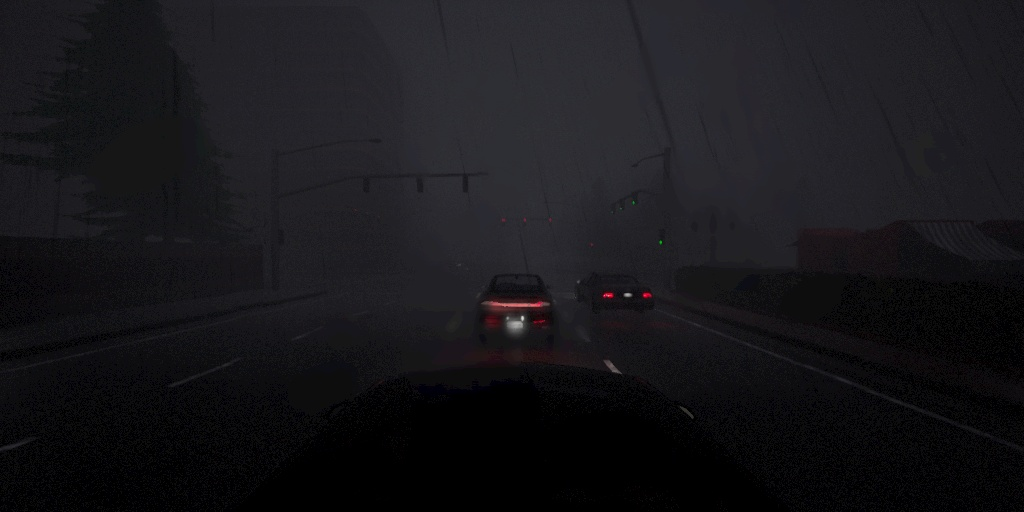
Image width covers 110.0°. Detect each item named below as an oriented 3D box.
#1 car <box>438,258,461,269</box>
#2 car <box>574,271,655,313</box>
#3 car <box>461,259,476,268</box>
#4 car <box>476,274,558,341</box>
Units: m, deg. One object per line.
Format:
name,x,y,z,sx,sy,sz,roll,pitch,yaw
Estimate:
car,-10.032,1.038,56.166,2.097,1.767,4.553,0,0,-25
car,3.689,1.283,13.792,2.033,1.411,5.357,0,0,1
car,-7.485,1.247,58.976,1.994,1.385,4.181,0,0,-27
car,0.134,1.232,9.873,2.128,1.511,4.902,0,0,1
